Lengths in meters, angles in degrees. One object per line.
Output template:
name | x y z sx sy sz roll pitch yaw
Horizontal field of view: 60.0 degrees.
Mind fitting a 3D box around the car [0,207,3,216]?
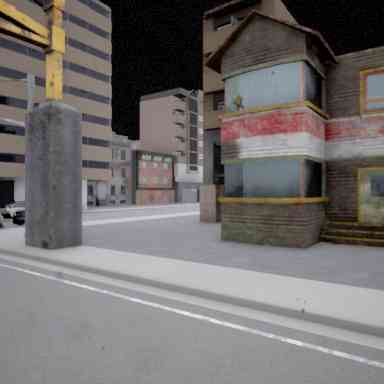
car | -13.222 1.232 25.685 4.536 1.218 1.853 0 0 -30

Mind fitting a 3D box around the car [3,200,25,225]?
car | -10.065 1.396 22.985 2.038 1.542 4.974 0 0 15
